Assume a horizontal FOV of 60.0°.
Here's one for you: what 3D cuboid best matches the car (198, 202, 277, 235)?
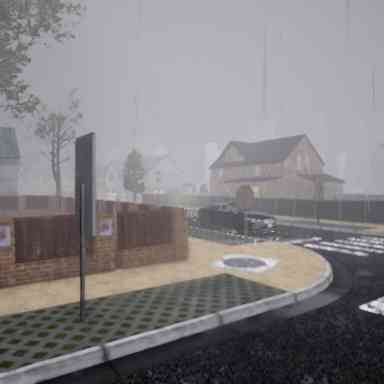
[{"bbox_3d":[2.249,1.281,17.576,2.128,1.511,4.902,0,1,-35],"label":"car"}]
